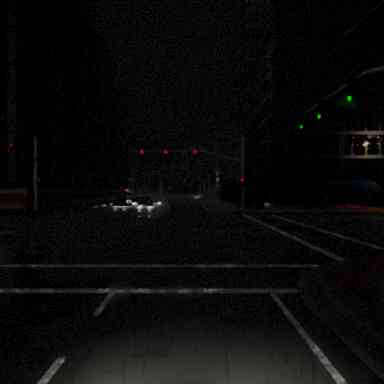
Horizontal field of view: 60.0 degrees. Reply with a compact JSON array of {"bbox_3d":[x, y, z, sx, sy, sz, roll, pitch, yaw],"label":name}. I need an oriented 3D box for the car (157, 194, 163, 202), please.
[{"bbox_3d":[-6.940,1.252,66.555,2.128,1.511,4.902,0,0,0],"label":"car"}]

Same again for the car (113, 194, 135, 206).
[{"bbox_3d":[-10.516,1.361,50.631,2.033,1.411,5.357,0,0,0],"label":"car"}]

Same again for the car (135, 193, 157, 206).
[{"bbox_3d":[-7.018,1.318,50.834,1.837,1.490,4.892,0,0,0],"label":"car"}]
